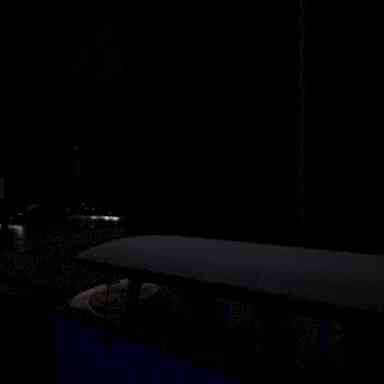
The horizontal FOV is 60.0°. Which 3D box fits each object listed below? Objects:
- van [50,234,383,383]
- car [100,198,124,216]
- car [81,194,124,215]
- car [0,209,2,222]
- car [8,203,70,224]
[{"bbox_3d":[0.517,1.344,2.708,3.998,1.788,1.690,0,0,35],"label":"van"},{"bbox_3d":[-6.264,1.599,33.716,2.033,1.411,5.357,0,0,35],"label":"car"},{"bbox_3d":[-9.022,1.273,35.441,2.150,2.045,5.566,0,0,35],"label":"car"},{"bbox_3d":[-14.486,1.657,27.568,1.895,1.301,4.718,0,0,37],"label":"car"},{"bbox_3d":[-11.730,1.582,25.835,1.812,1.442,4.674,0,0,32],"label":"car"}]
